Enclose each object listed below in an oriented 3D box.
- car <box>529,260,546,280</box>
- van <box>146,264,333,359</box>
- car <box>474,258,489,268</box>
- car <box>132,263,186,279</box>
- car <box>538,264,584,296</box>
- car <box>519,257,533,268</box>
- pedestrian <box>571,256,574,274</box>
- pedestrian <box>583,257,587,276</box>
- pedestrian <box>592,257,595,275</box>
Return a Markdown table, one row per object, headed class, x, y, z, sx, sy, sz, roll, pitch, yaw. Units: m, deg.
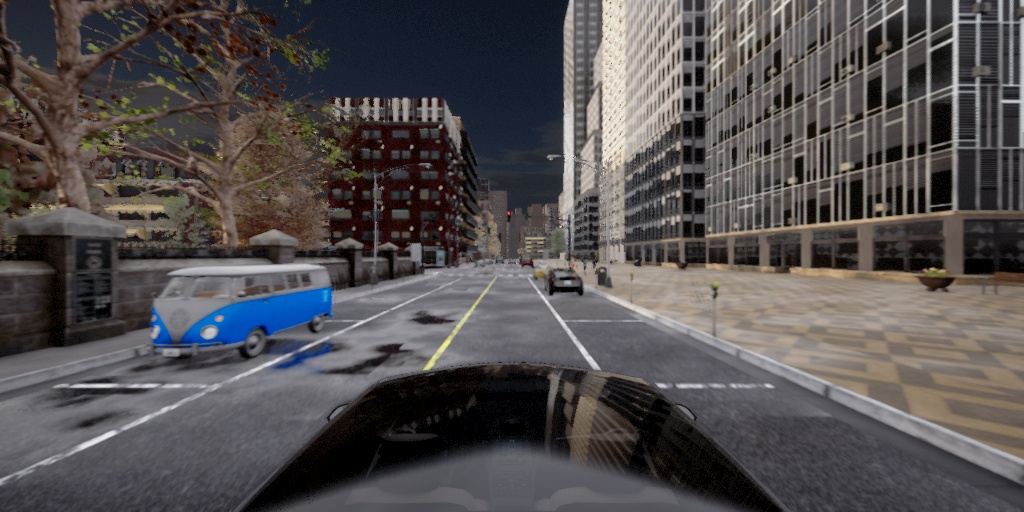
| class | x | y | z | sx | sy | sz | roll | pitch | yaw |
| --- | --- | --- | --- | --- | --- | --- | --- | --- | --- |
| car | 2.695 | 1.279 | 30.787 | 1.751 | 1.417 | 4.829 | 0 | 0 | 0 |
| van | -5.690 | 1.090 | 8.088 | 1.690 | 1.789 | 3.998 | 0 | 0 | 0 |
| car | -5.679 | 1.334 | 63.031 | 2.007 | 1.370 | 4.403 | 0 | 0 | 0 |
| car | -43.084 | 1.803 | 43.848 | 4.553 | 1.767 | 2.097 | -1 | 0 | 0 |
| car | 2.692 | 1.315 | 19.352 | 1.948 | 1.339 | 4.313 | 0 | 0 | 0 |
| car | 2.701 | 1.097 | 63.029 | 2.192 | 1.841 | 5.009 | 0 | 0 | 0 |
| pedestrian | 6.141 | 0.899 | 36.497 | 0.375 | 1.860 | 0.375 | 0 | 0 | 0 |
| pedestrian | 7.142 | 1.040 | 35.297 | 0.375 | 1.860 | 0.375 | 0 | 0 | 0 |
| pedestrian | 8.142 | 1.020 | 35.897 | 0.375 | 1.860 | 0.375 | 0 | 0 | 0 |
